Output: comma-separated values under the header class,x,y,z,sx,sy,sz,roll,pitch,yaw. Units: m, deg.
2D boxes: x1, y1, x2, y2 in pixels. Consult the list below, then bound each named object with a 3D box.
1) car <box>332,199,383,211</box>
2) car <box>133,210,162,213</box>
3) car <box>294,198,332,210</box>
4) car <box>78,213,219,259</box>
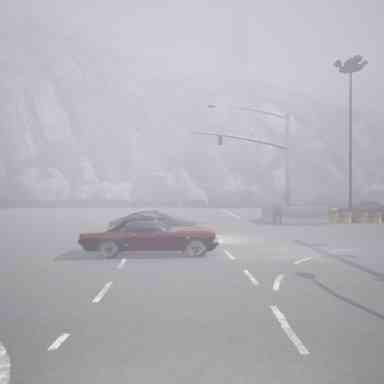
class,x,y,z,sx,sy,sz,roll,pitch,yaw
car,15.597,1.500,30.522,4.181,1.385,1.994,0,0,-3
car,-1.809,1.532,15.406,4.181,1.385,1.994,0,0,-3
car,15.308,1.461,41.021,5.357,1.411,2.033,0,0,-3
car,-1.436,1.577,11.919,4.718,1.301,1.895,0,0,-3
